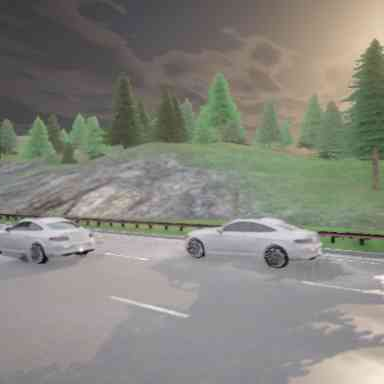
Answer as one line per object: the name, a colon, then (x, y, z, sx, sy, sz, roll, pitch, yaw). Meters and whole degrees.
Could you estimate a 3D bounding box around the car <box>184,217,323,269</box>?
car: (1.906, 1.561, 11.193, 4.674, 1.442, 1.812, 0, 0, 35)

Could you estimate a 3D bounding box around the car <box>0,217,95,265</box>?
car: (-5.490, 1.623, 12.068, 4.674, 1.442, 1.812, 0, 0, 34)
